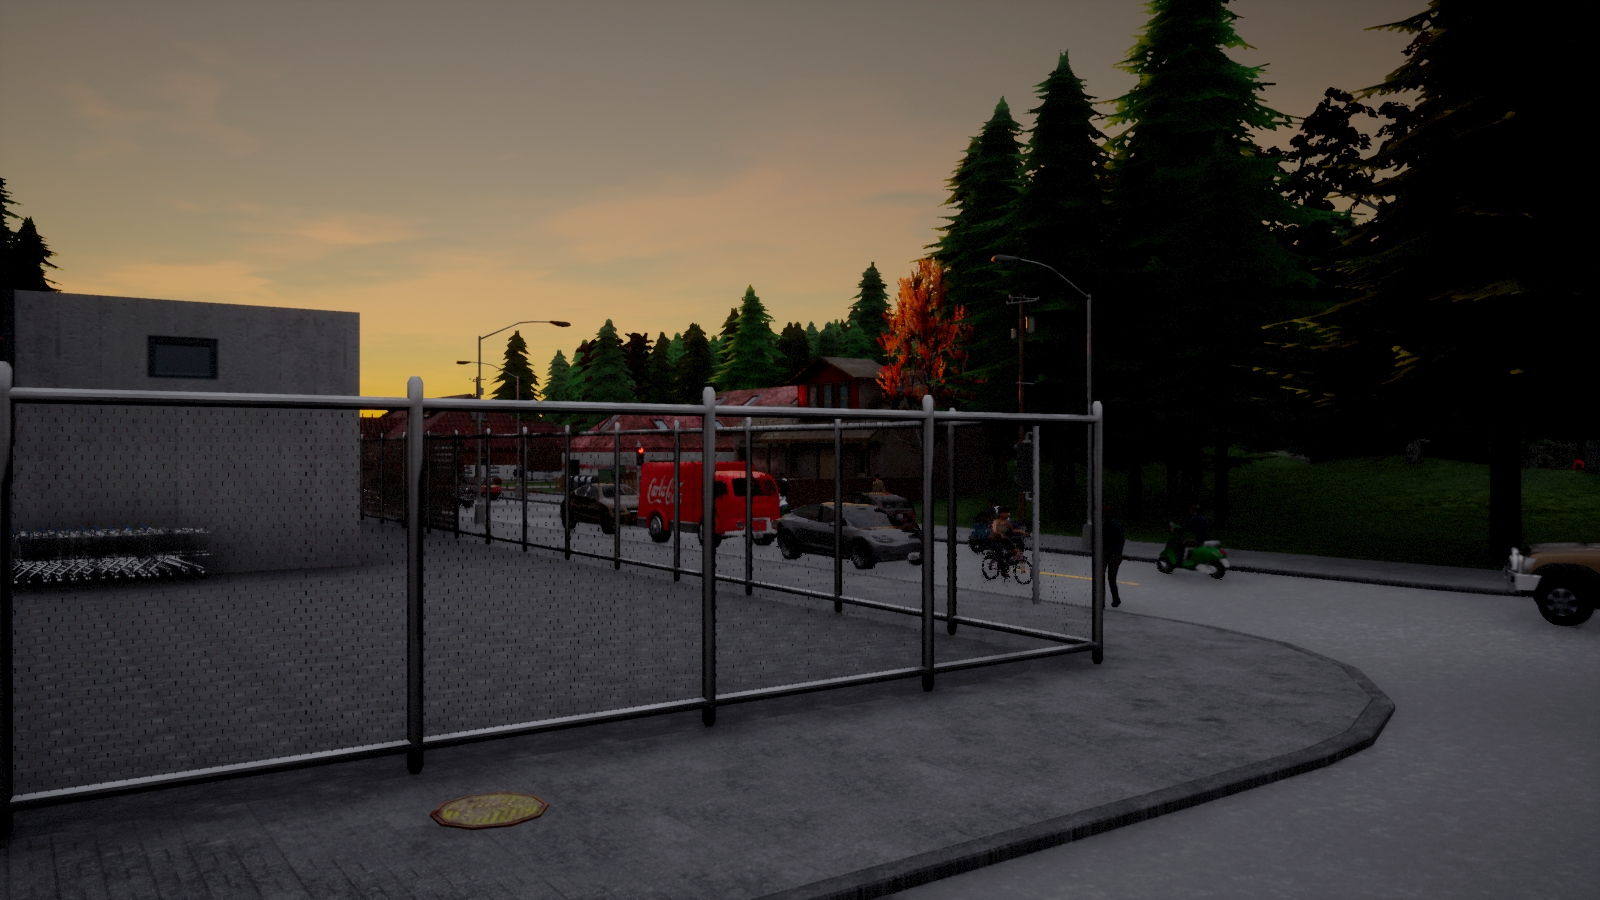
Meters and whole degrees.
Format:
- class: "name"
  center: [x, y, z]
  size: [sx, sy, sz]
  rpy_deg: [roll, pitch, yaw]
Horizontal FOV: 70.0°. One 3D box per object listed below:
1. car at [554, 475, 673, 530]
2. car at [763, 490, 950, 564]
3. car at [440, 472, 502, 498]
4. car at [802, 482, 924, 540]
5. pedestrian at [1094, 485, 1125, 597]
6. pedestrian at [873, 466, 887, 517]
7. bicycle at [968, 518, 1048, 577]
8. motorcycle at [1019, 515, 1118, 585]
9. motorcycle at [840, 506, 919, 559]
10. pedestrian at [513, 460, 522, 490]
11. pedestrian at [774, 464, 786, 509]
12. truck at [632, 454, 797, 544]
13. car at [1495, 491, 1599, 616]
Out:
- class: "car"
  center: [-6.576, 1.769, 39.829]
  size: [2.152, 1.651, 5.027]
  rpy_deg: [0, 0, -35]
- class: "car"
  center: [1.298, 1.840, 28.496]
  size: [2.163, 1.488, 4.792]
  rpy_deg: [0, 0, -35]
- class: "car"
  center: [-18.321, 1.931, 63.533]
  size: [1.895, 1.301, 4.718]
  rpy_deg: [0, 0, -35]
- class: "car"
  center: [1.867, 1.802, 34.631]
  size: [1.789, 1.549, 3.705]
  rpy_deg: [0, 0, -35]
- class: "pedestrian"
  center: [5.252, 1.528, 19.406]
  size: [0.375, 1.860, 0.375]
  rpy_deg: [0, 0, 42]
- class: "pedestrian"
  center: [2.954, 1.521, 42.348]
  size: [0.375, 1.860, 0.375]
  rpy_deg: [0, 0, -32]
- class: "bicycle"
  center: [4.370, 2.034, 24.082]
  size: [0.859, 1.080, 1.487]
  rpy_deg: [0, 1, -35]
- class: "motorcycle"
  center: [5.330, 1.959, 22.742]
  size: [0.856, 1.236, 1.805]
  rpy_deg: [0, 0, -35]
- class: "motorcycle"
  center: [1.924, 1.990, 27.880]
  size: [0.803, 1.145, 2.033]
  rpy_deg: [0, 0, -36]
- class: "pedestrian"
  center: [-17.273, 1.519, 69.809]
  size: [0.375, 1.860, 0.375]
  rpy_deg: [0, 0, 12]
- class: "pedestrian"
  center: [-0.829, 1.520, 47.862]
  size: [0.375, 1.860, 0.375]
  rpy_deg: [0, 0, -36]
- class: "truck"
  center: [-2.651, 1.349, 34.156]
  size: [2.627, 2.467, 5.204]
  rpy_deg: [0, 0, -35]
- class: "car"
  center: [13.713, 1.639, 18.047]
  size: [4.605, 1.855, 1.932]
  rpy_deg: [0, 0, 29]
